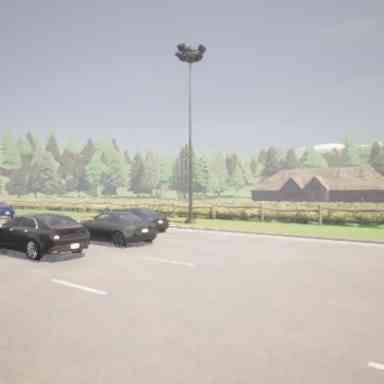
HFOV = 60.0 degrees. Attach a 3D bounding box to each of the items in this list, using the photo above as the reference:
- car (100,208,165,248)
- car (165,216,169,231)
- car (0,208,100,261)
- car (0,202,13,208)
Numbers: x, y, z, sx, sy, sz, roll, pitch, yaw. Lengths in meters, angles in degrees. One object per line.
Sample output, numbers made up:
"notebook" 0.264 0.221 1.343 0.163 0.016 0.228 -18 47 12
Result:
"car" -3.605 1.591 15.161 4.181 1.385 1.994 0 0 35
"car" -3.345 1.596 19.273 4.181 1.385 1.994 0 0 35
"car" -5.864 1.534 12.474 4.892 1.490 1.837 0 0 35
"car" -17.354 1.596 29.257 4.674 1.442 1.812 0 0 36
